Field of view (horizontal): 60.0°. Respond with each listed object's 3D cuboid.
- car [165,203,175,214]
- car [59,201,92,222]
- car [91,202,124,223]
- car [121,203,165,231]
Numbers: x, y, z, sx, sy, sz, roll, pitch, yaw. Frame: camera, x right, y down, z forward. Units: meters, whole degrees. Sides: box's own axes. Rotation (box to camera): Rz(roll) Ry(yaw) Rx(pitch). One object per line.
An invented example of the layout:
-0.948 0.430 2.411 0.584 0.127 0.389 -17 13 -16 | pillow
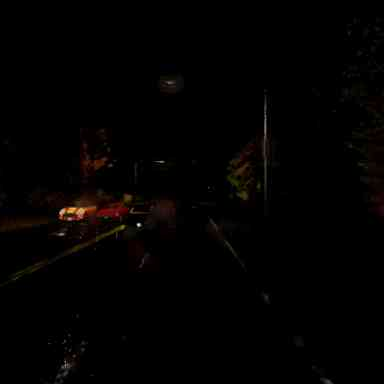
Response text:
-3.000 1.927 40.164 1.895 1.301 4.718 0 0 0 | car
-9.716 1.591 28.787 2.097 1.767 4.553 0 0 1 | car
-6.478 1.710 27.784 1.882 1.535 5.008 0 -1 1 | car
-3.110 1.692 21.926 1.837 1.490 4.892 0 0 0 | car
